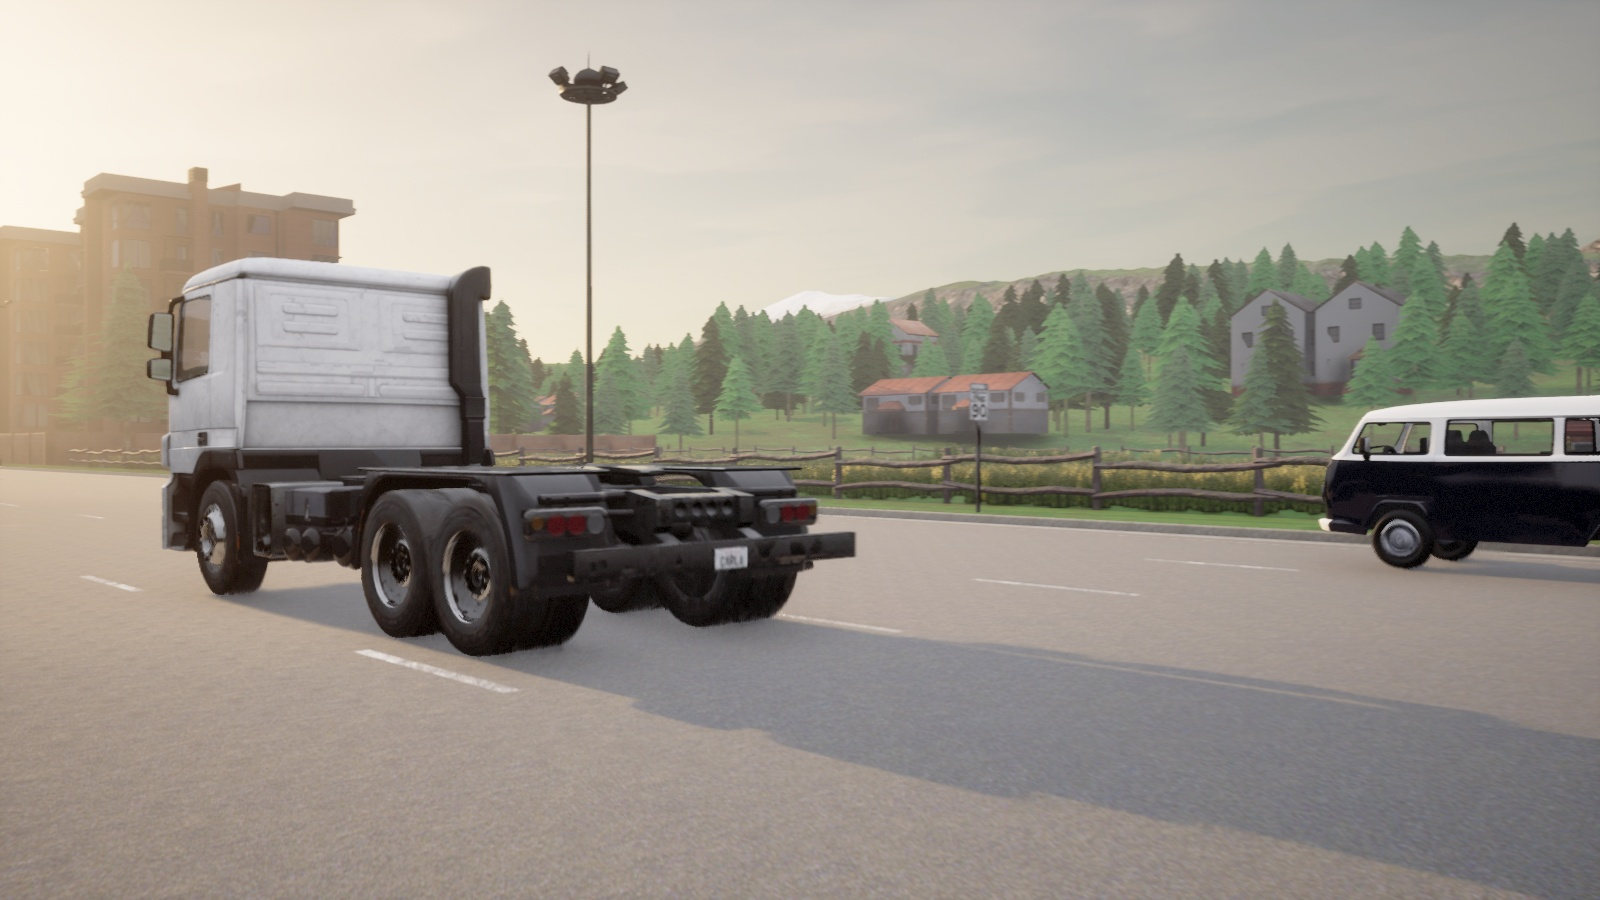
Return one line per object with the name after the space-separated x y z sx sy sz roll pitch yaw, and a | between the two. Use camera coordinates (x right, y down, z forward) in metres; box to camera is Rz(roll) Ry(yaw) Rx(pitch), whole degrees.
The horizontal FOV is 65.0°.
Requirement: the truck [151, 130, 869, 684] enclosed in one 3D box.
-3.242 -0.282 11.712 2.891 3.462 7.936 0 0 -44 | truck

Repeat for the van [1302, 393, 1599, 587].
8.492 0.413 14.604 2.069 2.038 4.480 0 0 -44 | van
